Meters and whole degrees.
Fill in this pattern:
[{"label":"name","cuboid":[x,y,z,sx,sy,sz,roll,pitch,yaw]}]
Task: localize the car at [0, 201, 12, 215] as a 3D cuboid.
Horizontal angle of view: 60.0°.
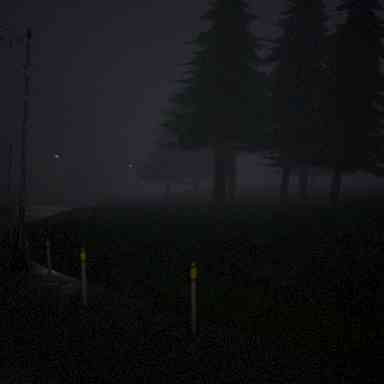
[{"label":"car","cuboid":[-21.241,1.694,35.810,2.097,1.767,4.553,3,0,-7]}]
